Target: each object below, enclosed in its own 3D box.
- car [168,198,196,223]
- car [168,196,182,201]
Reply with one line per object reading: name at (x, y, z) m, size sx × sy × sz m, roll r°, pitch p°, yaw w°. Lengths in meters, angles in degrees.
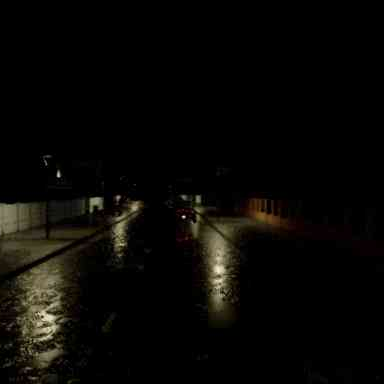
car at (-0.710, 1.497, 25.677) m, size 1.837 × 1.490 × 4.892 m, roll 0°, pitch 0°, yaw -3°
car at (-1.965, 1.351, 42.425) m, size 2.097 × 1.767 × 4.553 m, roll 0°, pitch 0°, yaw -5°
